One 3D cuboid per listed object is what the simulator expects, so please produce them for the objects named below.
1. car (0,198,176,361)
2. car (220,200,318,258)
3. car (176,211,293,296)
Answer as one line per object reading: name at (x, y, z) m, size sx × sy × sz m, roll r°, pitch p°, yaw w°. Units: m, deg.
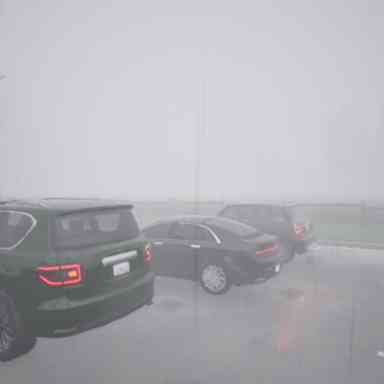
car at (-3.242, 1.137, 5.969) m, size 5.566 × 2.045 × 2.150 m, roll 0°, pitch 1°, yaw 32°
car at (1.689, 1.121, 11.147) m, size 4.553 × 1.767 × 2.097 m, roll 0°, pitch 1°, yaw 32°
car at (-0.266, 1.348, 8.247) m, size 4.892 × 1.490 × 1.837 m, roll 0°, pitch 1°, yaw 32°
